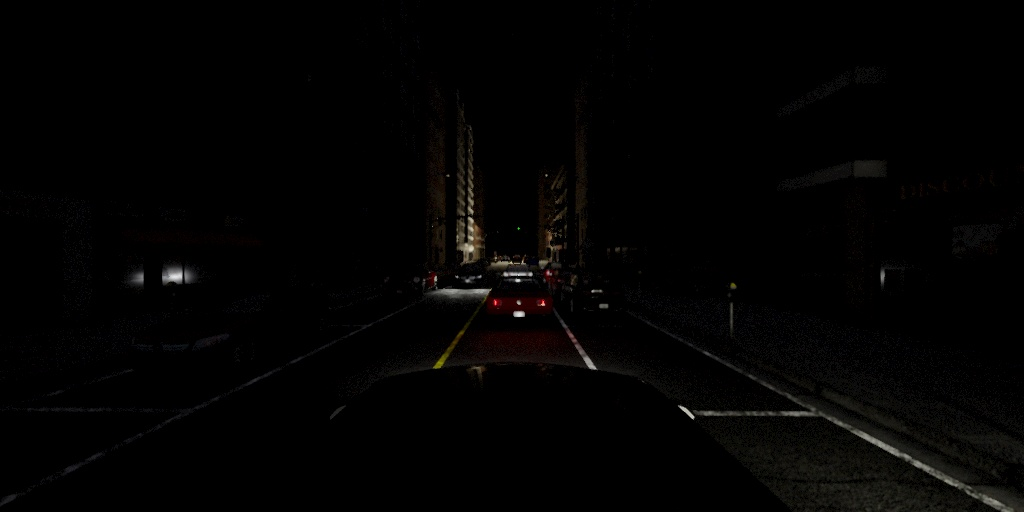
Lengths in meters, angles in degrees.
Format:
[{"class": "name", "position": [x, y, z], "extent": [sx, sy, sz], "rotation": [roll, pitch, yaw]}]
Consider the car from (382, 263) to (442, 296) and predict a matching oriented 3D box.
[{"class": "car", "position": [-5.170, 1.112, 18.527], "extent": [1.967, 1.591, 4.097], "rotation": [0, 0, 1]}]

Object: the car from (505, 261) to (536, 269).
[{"class": "car", "position": [0.410, 1.244, 24.811], "extent": [1.895, 1.301, 4.718], "rotation": [0, 0, 1]}]

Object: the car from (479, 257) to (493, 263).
[{"class": "car", "position": [-4.634, 1.045, 56.640], "extent": [2.007, 1.370, 4.403], "rotation": [0, 0, 1]}]

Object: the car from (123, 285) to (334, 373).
[{"class": "car", "position": [-5.325, 1.306, 7.490], "extent": [1.802, 1.307, 4.207], "rotation": [0, 0, 1]}]

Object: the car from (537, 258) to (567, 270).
[{"class": "car", "position": [2.932, 1.087, 23.940], "extent": [1.967, 1.591, 4.097], "rotation": [0, 0, 1]}]

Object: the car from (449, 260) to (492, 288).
[{"class": "car", "position": [-2.546, 1.177, 23.160], "extent": [1.812, 1.442, 4.674], "rotation": [0, 0, 1]}]

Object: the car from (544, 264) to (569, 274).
[{"class": "car", "position": [2.854, 1.254, 18.421], "extent": [1.802, 1.307, 4.207], "rotation": [0, 0, 1]}]

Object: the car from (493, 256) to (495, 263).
[{"class": "car", "position": [-4.554, 1.013, 62.321], "extent": [1.888, 1.381, 4.507], "rotation": [0, 0, 1]}]

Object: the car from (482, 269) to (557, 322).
[{"class": "car", "position": [0.232, 1.303, 12.079], "extent": [1.895, 1.301, 4.718], "rotation": [0, 0, 1]}]

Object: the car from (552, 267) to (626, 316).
[{"class": "car", "position": [2.777, 1.248, 12.903], "extent": [2.007, 1.370, 4.403], "rotation": [0, 0, 1]}]

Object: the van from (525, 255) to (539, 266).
[{"class": "van", "position": [3.390, 0.835, 56.536], "extent": [1.690, 1.789, 3.998], "rotation": [0, 0, 1]}]

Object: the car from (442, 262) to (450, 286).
[{"class": "car", "position": [-5.095, 1.172, 23.874], "extent": [1.751, 1.417, 4.829], "rotation": [0, 0, 1]}]
